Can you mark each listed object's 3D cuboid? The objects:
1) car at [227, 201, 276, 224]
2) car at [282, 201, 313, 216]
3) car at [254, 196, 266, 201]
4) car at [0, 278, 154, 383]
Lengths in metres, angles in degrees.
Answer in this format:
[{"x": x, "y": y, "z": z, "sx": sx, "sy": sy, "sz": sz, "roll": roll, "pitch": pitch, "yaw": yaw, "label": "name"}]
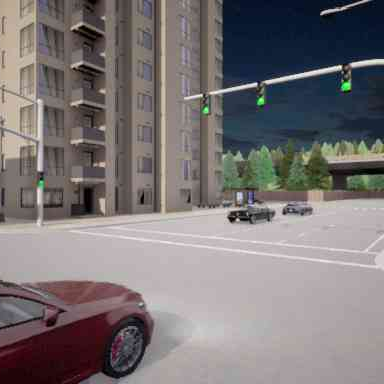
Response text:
[{"x": 4.455, "y": 1.601, "z": 24.676, "sx": 1.895, "sy": 1.301, "sz": 4.718, "roll": 0, "pitch": 0, "yaw": 36, "label": "car"}, {"x": 10.431, "y": 1.564, "z": 32.789, "sx": 1.994, "sy": 1.385, "sz": 4.181, "roll": 0, "pitch": 0, "yaw": 36, "label": "car"}, {"x": 11.370, "y": 1.435, "z": 61.846, "sx": 4.902, "sy": 1.511, "sz": 2.128, "roll": 0, "pitch": 0, "yaw": 37, "label": "car"}, {"x": -2.424, "y": 1.525, "z": 3.323, "sx": 1.812, "sy": 1.442, "sz": 4.674, "roll": 0, "pitch": 0, "yaw": 36, "label": "car"}]
